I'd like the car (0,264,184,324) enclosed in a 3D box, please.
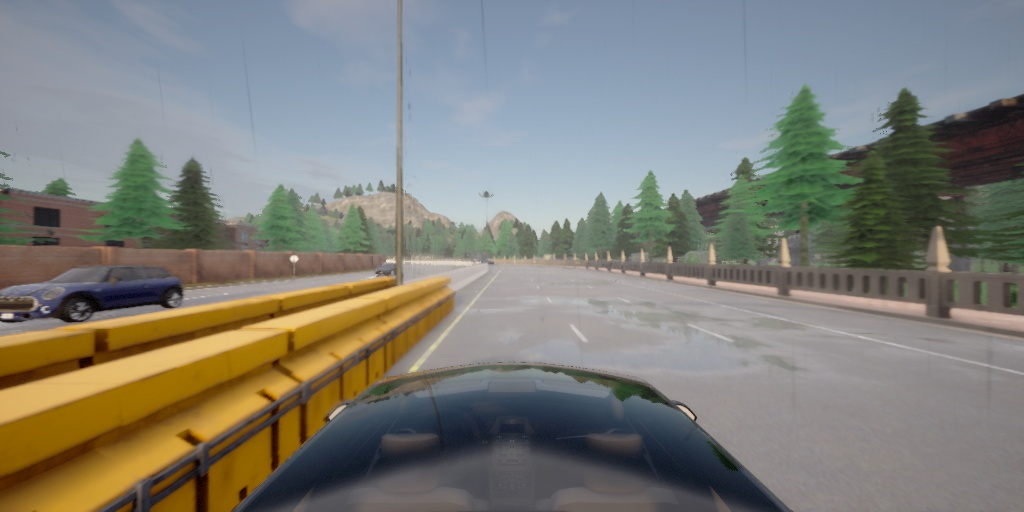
[{"bbox_3d":[-13.997,1.099,12.204,2.097,1.767,4.553,0,-1,0],"label":"car"}]

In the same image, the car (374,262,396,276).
[{"bbox_3d":[-13.830,1.509,40.410,1.837,1.490,4.892,0,1,1],"label":"car"}]
